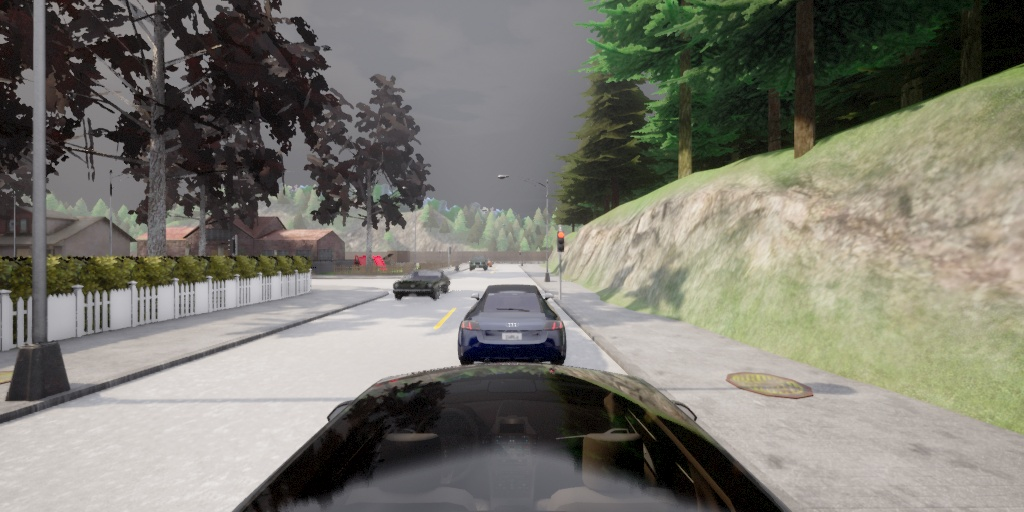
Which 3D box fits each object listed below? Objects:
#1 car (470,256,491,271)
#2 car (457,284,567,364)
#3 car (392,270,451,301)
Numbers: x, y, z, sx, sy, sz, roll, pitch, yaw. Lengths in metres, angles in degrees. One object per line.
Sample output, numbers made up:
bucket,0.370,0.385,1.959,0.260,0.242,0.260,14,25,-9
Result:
car,-4.529,0.965,49.488,2.150,2.045,5.566,0,0,0
car,0.006,1.313,8.002,1.994,1.385,4.181,0,0,0
car,-4.239,1.348,17.458,1.895,1.301,4.718,0,0,-1
